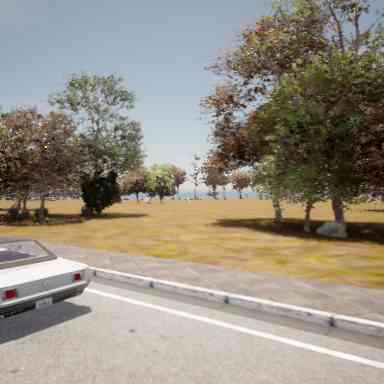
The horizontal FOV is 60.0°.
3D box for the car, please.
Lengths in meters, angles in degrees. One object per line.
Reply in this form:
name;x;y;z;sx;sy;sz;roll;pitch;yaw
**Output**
car;-4.347;1.596;6.884;4.718;1.301;1.895;0;0;34
